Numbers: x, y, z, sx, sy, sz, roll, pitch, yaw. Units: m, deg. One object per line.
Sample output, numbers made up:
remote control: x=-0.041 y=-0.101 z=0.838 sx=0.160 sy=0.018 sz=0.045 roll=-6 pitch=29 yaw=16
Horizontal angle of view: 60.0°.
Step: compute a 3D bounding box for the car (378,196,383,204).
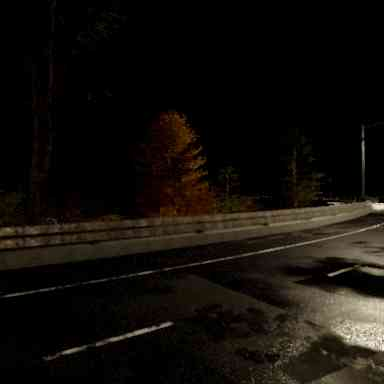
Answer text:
car: x=36.284 y=1.498 z=62.004 sx=2.128 sy=1.511 sz=4.902 roll=0 pitch=0 yaw=14
